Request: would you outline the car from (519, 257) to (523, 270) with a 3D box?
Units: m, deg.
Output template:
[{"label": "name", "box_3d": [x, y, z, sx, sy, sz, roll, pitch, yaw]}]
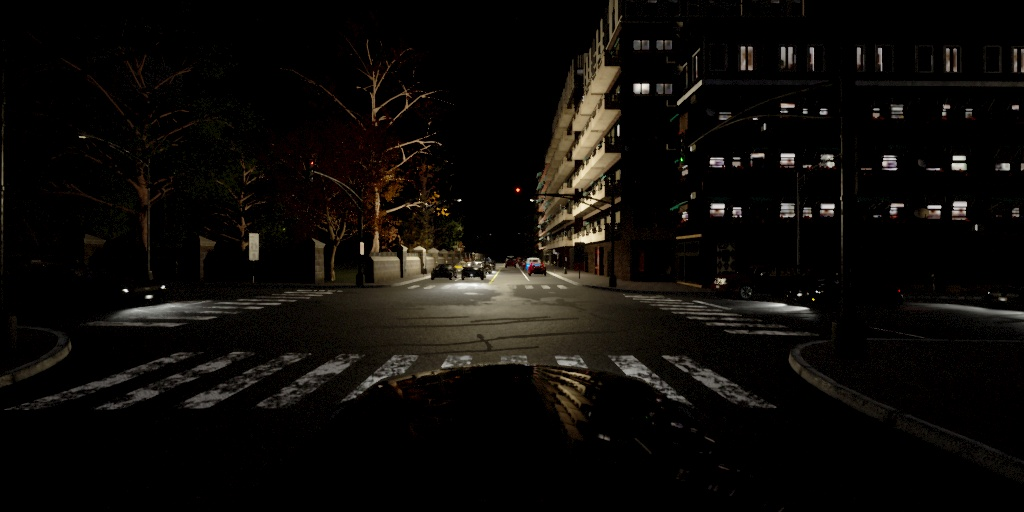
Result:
[{"label": "car", "box_3d": [2.447, 1.229, 53.783, 1.967, 1.591, 4.097, 0, 0, 0]}]

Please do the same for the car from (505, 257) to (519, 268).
[{"label": "car", "box_3d": [-0.183, 1.328, 61.737, 1.812, 1.442, 4.674, 0, 0, 0]}]

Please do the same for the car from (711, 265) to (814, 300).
[{"label": "car", "box_3d": [13.371, 1.353, 18.973, 5.009, 1.841, 2.192, 0, 0, -1]}]

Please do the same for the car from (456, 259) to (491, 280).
[{"label": "car", "box_3d": [-3.230, 1.255, 31.052, 2.128, 1.511, 4.902, 0, 0, 0]}]

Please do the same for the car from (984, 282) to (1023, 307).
[{"label": "car", "box_3d": [24.950, 1.764, 16.555, 4.674, 1.442, 1.812, 1, 0, -1]}]

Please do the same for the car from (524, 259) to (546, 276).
[{"label": "car", "box_3d": [2.527, 1.314, 36.893, 1.888, 1.381, 4.507, 0, 0, 0]}]

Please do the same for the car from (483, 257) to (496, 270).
[{"label": "car", "box_3d": [-3.323, 1.278, 51.763, 2.128, 1.511, 4.902, 0, 0, 0]}]

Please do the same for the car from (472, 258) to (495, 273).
[{"label": "car", "box_3d": [-3.280, 1.278, 41.351, 1.837, 1.490, 4.892, 0, 0, 0]}]

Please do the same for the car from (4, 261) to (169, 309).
[{"label": "car", "box_3d": [-15.768, 1.040, 12.823, 5.357, 1.411, 2.033, 1, 0, -3]}]

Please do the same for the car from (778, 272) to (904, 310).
[{"label": "car", "box_3d": [15.113, 1.624, 16.410, 4.181, 1.385, 1.994, 1, 0, -1]}]

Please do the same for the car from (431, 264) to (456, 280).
[{"label": "car", "box_3d": [-5.827, 1.330, 31.223, 1.948, 1.339, 4.313, 0, 0, 0]}]

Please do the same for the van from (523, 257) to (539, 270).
[{"label": "van", "box_3d": [2.500, 1.115, 42.523, 1.690, 1.789, 3.998, 0, 0, 0]}]
